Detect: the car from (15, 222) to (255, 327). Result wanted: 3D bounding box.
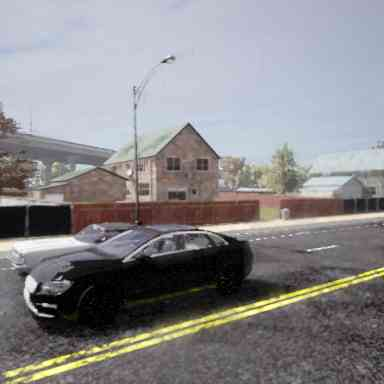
[{"bbox_3d":[-0.817,1.491,7.093,4.902,1.511,2.128,0,0,-35],"label":"car"}]

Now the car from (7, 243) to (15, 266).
[{"bbox_3d":[-2.690,1.600,9.749,4.718,1.301,1.895,0,0,-35],"label":"car"}]
